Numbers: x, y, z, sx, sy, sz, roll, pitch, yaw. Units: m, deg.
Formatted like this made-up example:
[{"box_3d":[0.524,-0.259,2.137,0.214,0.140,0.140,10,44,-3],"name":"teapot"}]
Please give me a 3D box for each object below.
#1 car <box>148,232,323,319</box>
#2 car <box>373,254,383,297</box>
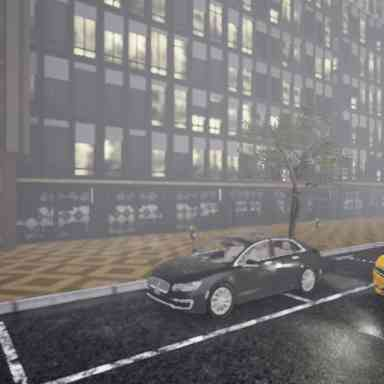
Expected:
[{"box_3d":[1.133,1.621,7.408,4.403,1.369,2.008,1,-1,-36],"name":"car"},{"box_3d":[6.103,1.590,7.676,5.008,1.535,1.882,1,-1,-36],"name":"car"}]
